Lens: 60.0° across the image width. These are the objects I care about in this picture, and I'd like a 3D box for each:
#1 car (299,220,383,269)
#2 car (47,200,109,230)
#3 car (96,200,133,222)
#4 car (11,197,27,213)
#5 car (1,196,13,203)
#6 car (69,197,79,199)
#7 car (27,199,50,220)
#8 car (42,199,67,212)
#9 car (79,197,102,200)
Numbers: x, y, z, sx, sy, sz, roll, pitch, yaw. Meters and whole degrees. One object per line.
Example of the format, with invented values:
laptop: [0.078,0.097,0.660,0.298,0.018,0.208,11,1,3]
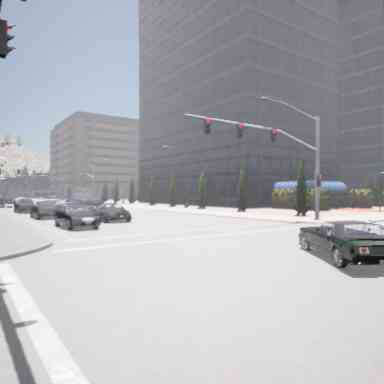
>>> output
car: [5.161,1.601,11.128,1.895,1.301,4.718,0,0,0]
car: [-7.355,1.502,21.154,2.128,1.511,4.902,0,0,-35]
car: [-6.212,1.575,25.608,1.994,1.385,4.181,0,0,-35]
car: [-18.556,1.527,37.072,1.837,1.490,4.892,0,0,-35]
car: [-27.679,1.273,50.186,1.812,1.442,4.674,0,0,-35]
car: [-20.752,1.555,58.755,1.812,1.442,4.674,0,0,-36]
car: [-12.600,1.542,28.602,1.812,1.442,4.674,0,0,-35]
car: [-17.028,1.623,40.985,1.895,1.301,4.718,0,0,-35]
car: [-14.950,1.515,50.523,2.128,1.511,4.902,0,0,-35]
